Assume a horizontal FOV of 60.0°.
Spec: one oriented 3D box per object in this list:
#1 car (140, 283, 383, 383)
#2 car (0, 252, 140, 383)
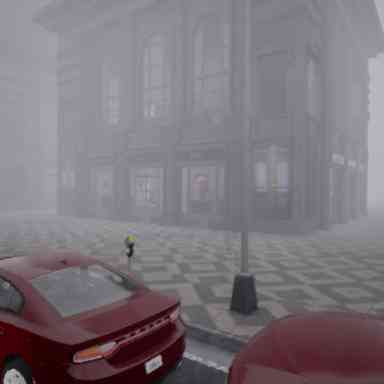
[{"bbox_3d":[2.404,1.326,1.244,5.009,1.841,2.192,1,1,35],"label":"car"},{"bbox_3d":[-2.185,1.511,4.518,4.507,1.381,1.887,1,1,35],"label":"car"}]
